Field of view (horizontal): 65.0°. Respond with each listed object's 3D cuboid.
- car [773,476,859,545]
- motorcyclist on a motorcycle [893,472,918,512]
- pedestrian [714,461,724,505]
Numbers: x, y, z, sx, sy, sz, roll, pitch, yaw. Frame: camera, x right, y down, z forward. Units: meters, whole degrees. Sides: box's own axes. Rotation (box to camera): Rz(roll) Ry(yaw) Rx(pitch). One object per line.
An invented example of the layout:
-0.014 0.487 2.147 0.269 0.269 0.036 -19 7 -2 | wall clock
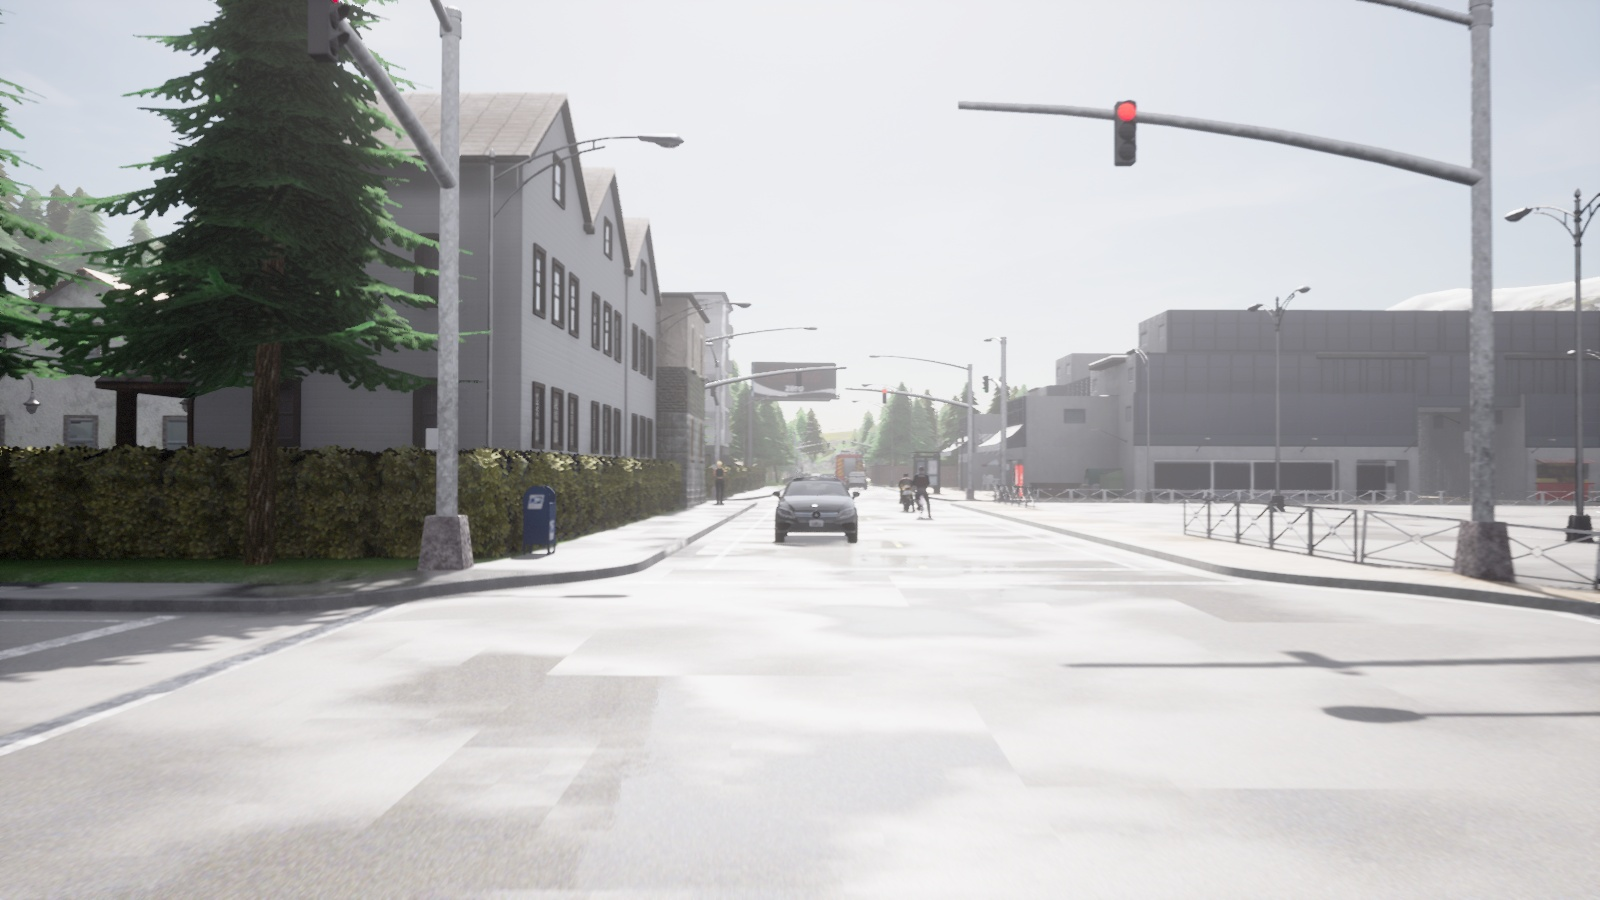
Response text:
0.362 1.329 28.999 1.812 1.442 4.674 0 -1 1 | car
4.107 1.608 48.992 0.797 1.523 2.044 0 -1 1 | motorcyclist on a motorcycle
-3.404 1.378 52.755 0.345 1.836 0.594 0 -1 3 | pedestrian
